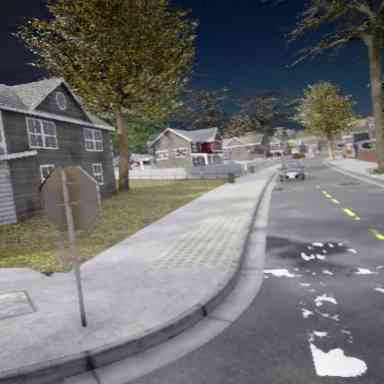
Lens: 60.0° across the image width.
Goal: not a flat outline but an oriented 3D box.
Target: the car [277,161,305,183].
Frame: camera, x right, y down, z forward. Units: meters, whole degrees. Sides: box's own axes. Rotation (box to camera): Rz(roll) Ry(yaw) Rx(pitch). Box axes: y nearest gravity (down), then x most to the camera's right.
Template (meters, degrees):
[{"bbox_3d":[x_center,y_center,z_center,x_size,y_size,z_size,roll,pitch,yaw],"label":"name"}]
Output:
[{"bbox_3d":[7.988,-1.684,26.798,2.128,1.511,4.902,-5,5,16],"label":"car"}]
